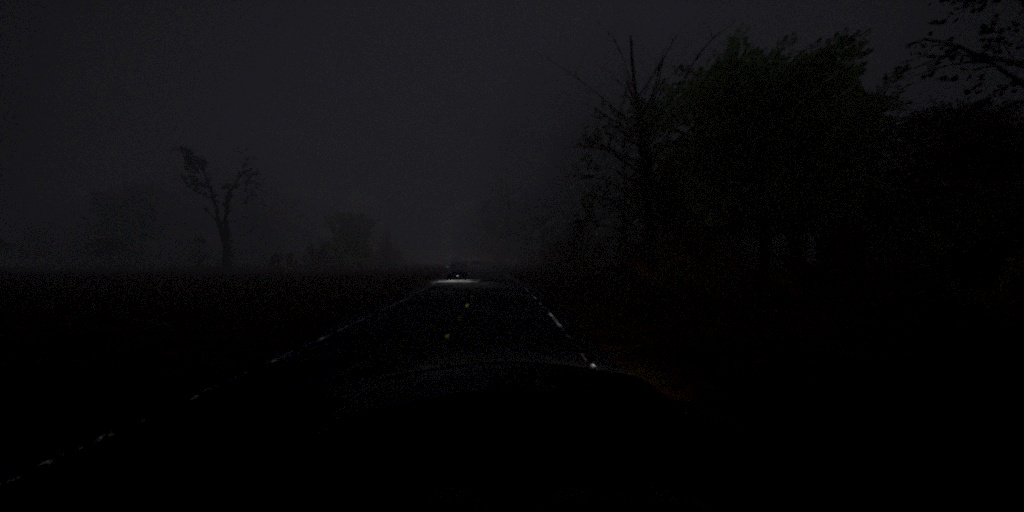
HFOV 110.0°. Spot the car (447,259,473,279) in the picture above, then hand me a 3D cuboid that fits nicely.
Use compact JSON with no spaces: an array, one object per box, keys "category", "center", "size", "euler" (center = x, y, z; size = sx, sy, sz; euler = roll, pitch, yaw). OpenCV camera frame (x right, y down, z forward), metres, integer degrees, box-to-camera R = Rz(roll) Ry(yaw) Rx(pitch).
[{"category":"car","center":[-4.752,1.254,32.150],"size":[2.033,1.411,5.357],"euler":[0,0,-6]}]
